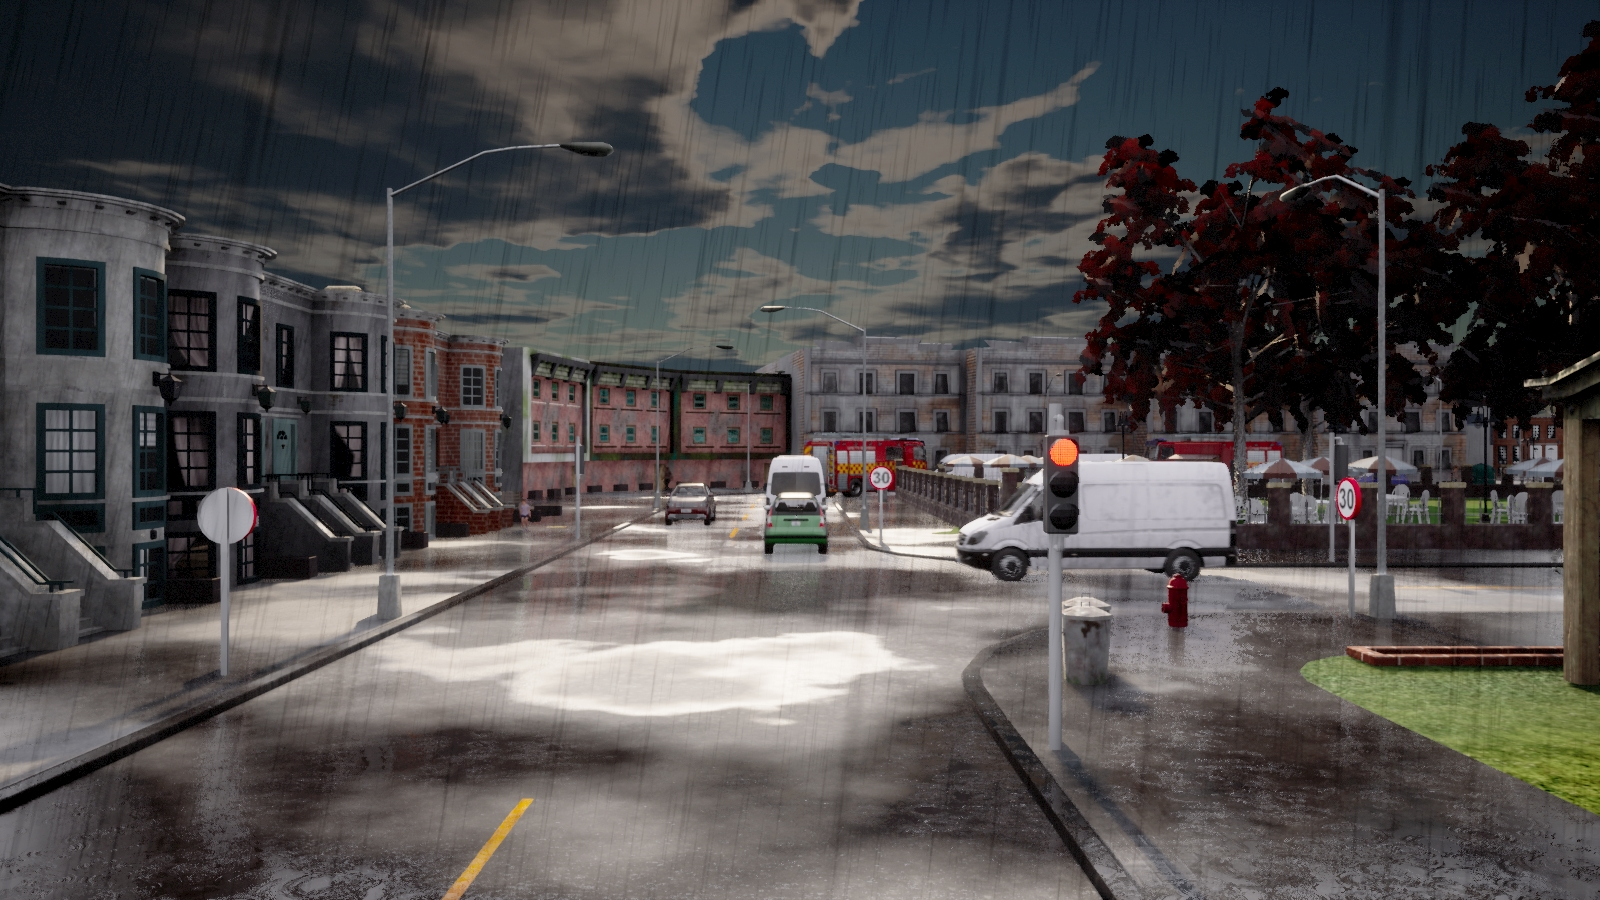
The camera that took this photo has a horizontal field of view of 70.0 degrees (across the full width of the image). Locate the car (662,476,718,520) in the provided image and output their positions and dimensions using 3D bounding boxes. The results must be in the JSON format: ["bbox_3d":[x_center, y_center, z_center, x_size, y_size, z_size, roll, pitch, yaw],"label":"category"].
[{"bbox_3d":[-4.154,1.806,43.645,1.789,1.549,3.705,0,0,0],"label":"car"}]

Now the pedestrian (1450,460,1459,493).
[{"bbox_3d":[37.815,1.524,66.039,0.375,1.860,0.375,0,0,16],"label":"pedestrian"}]

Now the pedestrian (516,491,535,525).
[{"bbox_3d":[-9.089,1.904,37.839,0.500,1.100,0.500,0,0,3],"label":"pedestrian"}]

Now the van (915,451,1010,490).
[{"bbox_3d":[10.550,1.314,74.428,5.915,2.561,1.988,0,0,0],"label":"van"}]

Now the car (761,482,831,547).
[{"bbox_3d":[-0.119,1.779,32.373,1.851,1.617,3.988,0,0,0],"label":"car"}]

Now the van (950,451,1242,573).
[{"bbox_3d":[6.408,1.315,25.184,5.915,2.561,1.988,0,0,0],"label":"van"}]

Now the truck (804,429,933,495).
[{"bbox_3d":[4.295,0.672,70.228,8.468,3.827,2.891,0,0,-43],"label":"truck"}]

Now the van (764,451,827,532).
[{"bbox_3d":[-0.147,1.315,39.074,1.988,2.561,5.915,0,0,0],"label":"van"}]

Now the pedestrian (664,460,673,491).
[{"bbox_3d":[-7.825,1.525,67.937,0.375,1.860,0.375,0,0,28],"label":"pedestrian"}]
